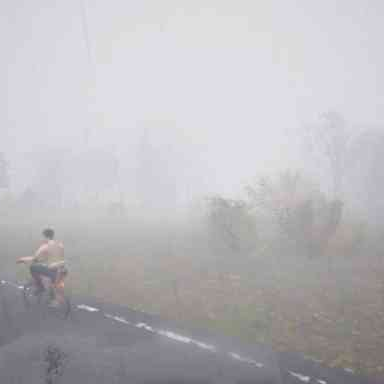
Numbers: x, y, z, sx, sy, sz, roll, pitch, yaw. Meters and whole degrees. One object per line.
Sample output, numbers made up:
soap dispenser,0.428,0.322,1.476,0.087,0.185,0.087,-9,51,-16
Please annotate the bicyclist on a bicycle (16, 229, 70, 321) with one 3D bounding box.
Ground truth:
bicyclist on a bicycle,-2.734,1.481,6.210,1.509,1.612,0.866,0,-1,35
